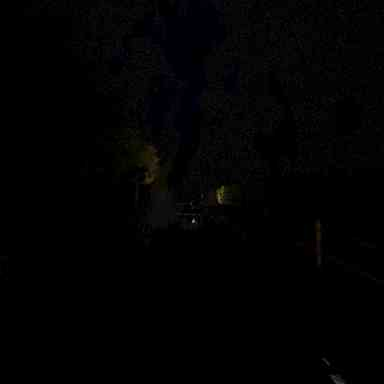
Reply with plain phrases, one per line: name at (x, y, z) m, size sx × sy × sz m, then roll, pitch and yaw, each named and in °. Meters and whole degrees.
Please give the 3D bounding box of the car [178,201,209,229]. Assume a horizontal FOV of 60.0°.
car at (0.106, 1.574, 22.493) m, size 2.128 × 1.511 × 4.902 m, roll 0°, pitch 0°, yaw 0°

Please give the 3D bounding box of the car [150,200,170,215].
car at (-3.492, 1.658, 36.839) m, size 2.128 × 1.511 × 4.902 m, roll 0°, pitch 0°, yaw 0°

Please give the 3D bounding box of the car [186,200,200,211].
car at (0.112, 1.834, 46.190) m, size 1.895 × 1.301 × 4.718 m, roll 0°, pitch 0°, yaw 0°
